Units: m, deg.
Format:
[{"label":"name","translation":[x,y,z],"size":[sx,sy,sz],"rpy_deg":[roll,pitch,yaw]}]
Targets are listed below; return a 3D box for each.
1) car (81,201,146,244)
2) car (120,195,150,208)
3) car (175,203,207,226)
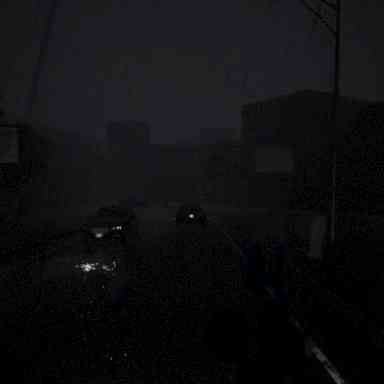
[{"label":"car","translation":[-3.645,1.413,15.443],"size":[2.128,1.511,4.902],"rpy_deg":[0,0,-1]},{"label":"car","translation":[-7.055,1.144,40.391],"size":[1.882,1.535,5.008],"rpy_deg":[-3,2,-41]},{"label":"car","translation":[-0.128,1.425,22.434],"size":[1.994,1.385,4.181],"rpy_deg":[0,1,-3]}]
